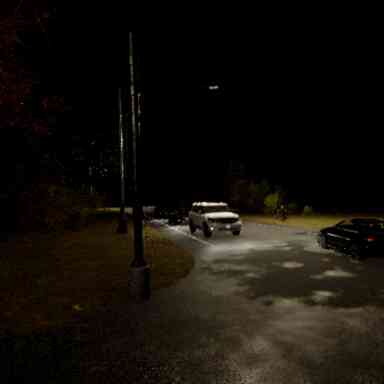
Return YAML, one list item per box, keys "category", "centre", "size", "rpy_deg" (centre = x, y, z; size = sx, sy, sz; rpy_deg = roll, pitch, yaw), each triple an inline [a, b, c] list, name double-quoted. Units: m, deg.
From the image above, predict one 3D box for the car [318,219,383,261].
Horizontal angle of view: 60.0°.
- category: "car"
  centre: [6.640, 1.745, 13.158]
  size: [1.994, 1.385, 4.181]
  rpy_deg: [-2, -1, -2]

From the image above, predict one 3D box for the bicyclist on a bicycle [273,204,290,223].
- category: "bicyclist on a bicycle"
  centre: [7.614, 1.848, 28.351]
  size: [1.656, 1.620, 0.582]
  rpy_deg: [0, -1, -14]

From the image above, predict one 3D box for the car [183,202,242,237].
- category: "car"
  centre: [1.347, 1.716, 21.924]
  size: [2.150, 2.045, 5.566]
  rpy_deg: [-2, -1, -16]

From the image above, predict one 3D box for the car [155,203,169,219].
- category: "car"
  centre: [-3.505, 2.436, 41.648]
  size: [1.882, 1.535, 5.008]
  rpy_deg: [-2, -1, -14]

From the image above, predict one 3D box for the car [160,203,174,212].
- category: "car"
  centre: [-4.714, 2.827, 61.379]
  size: [1.812, 1.442, 4.674]
  rpy_deg: [-2, -1, -14]

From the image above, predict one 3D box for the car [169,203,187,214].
- category: "car"
  centre: [-2.202, 2.563, 51.268]
  size: [1.837, 1.490, 4.892]
  rpy_deg: [-2, -1, -14]

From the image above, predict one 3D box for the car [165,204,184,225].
- category: "car"
  centre: [-1.014, 2.225, 31.563]
  size: [1.837, 1.490, 4.892]
  rpy_deg: [-2, -1, -14]
